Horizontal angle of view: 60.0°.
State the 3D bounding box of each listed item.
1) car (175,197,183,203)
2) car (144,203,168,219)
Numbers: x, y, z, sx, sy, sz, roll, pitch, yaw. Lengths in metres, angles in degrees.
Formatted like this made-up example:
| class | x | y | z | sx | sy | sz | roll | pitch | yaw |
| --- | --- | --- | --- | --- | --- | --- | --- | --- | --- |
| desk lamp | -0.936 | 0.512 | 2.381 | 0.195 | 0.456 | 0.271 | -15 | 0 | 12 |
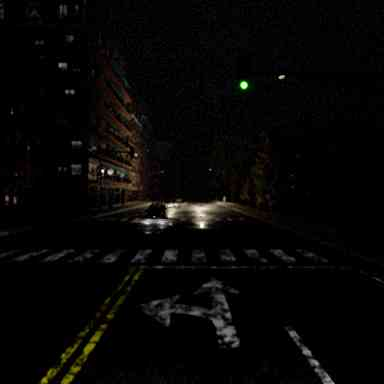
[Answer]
| class | x | y | z | sx | sy | sz | roll | pitch | yaw |
| --- | --- | --- | --- | --- | --- | --- | --- | --- | --- |
| car | -3.242 | 2.033 | 85.444 | 1.812 | 1.442 | 4.674 | 0 | 0 | 0 |
| car | -3.255 | 1.756 | 31.360 | 2.033 | 1.411 | 5.357 | 0 | 0 | 0 |
